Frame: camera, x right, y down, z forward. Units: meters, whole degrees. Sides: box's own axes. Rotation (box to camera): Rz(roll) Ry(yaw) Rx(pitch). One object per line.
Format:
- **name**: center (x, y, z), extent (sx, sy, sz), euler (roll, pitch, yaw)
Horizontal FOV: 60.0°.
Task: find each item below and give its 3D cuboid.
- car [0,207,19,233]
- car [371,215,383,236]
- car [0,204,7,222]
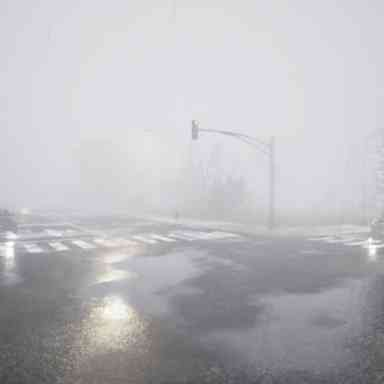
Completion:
- **car**: center (-11.588, 1.703, 19.770), extent (1.994, 1.385, 4.181), euler (1, -1, -33)
- **car**: center (13.301, 1.881, 20.987), extent (4.553, 1.767, 2.097), euler (2, -1, -34)
- **car**: center (-16.983, 1.754, 28.109), extent (1.994, 1.385, 4.181), euler (1, -1, -34)
